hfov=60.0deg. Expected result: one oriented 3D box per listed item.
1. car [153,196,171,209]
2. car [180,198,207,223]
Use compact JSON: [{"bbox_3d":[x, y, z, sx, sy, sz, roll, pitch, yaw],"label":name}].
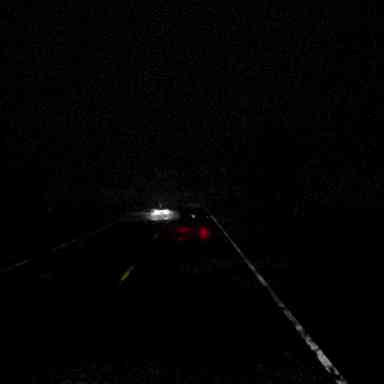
[{"bbox_3d":[-3.599,1.297,40.551,2.128,1.511,4.902,0,0,0],"label":"car"},{"bbox_3d":[0.089,1.411,24.253,1.812,1.442,4.674,0,0,0],"label":"car"}]
